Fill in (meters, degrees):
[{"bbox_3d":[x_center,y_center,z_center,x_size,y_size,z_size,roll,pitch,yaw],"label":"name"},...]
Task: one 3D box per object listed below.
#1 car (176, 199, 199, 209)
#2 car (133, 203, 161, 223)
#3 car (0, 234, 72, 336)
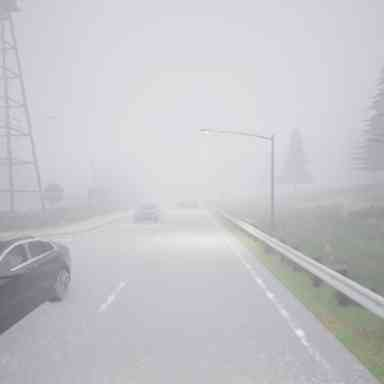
[{"bbox_3d":[-0.771,1.868,52.038,2.128,1.511,4.902,0,0,-29],"label":"car"},{"bbox_3d":[-3.586,1.703,27.252,1.837,1.490,4.892,0,0,0],"label":"car"},{"bbox_3d":[-3.601,1.533,5.579,2.128,1.511,4.902,0,0,0],"label":"car"}]
